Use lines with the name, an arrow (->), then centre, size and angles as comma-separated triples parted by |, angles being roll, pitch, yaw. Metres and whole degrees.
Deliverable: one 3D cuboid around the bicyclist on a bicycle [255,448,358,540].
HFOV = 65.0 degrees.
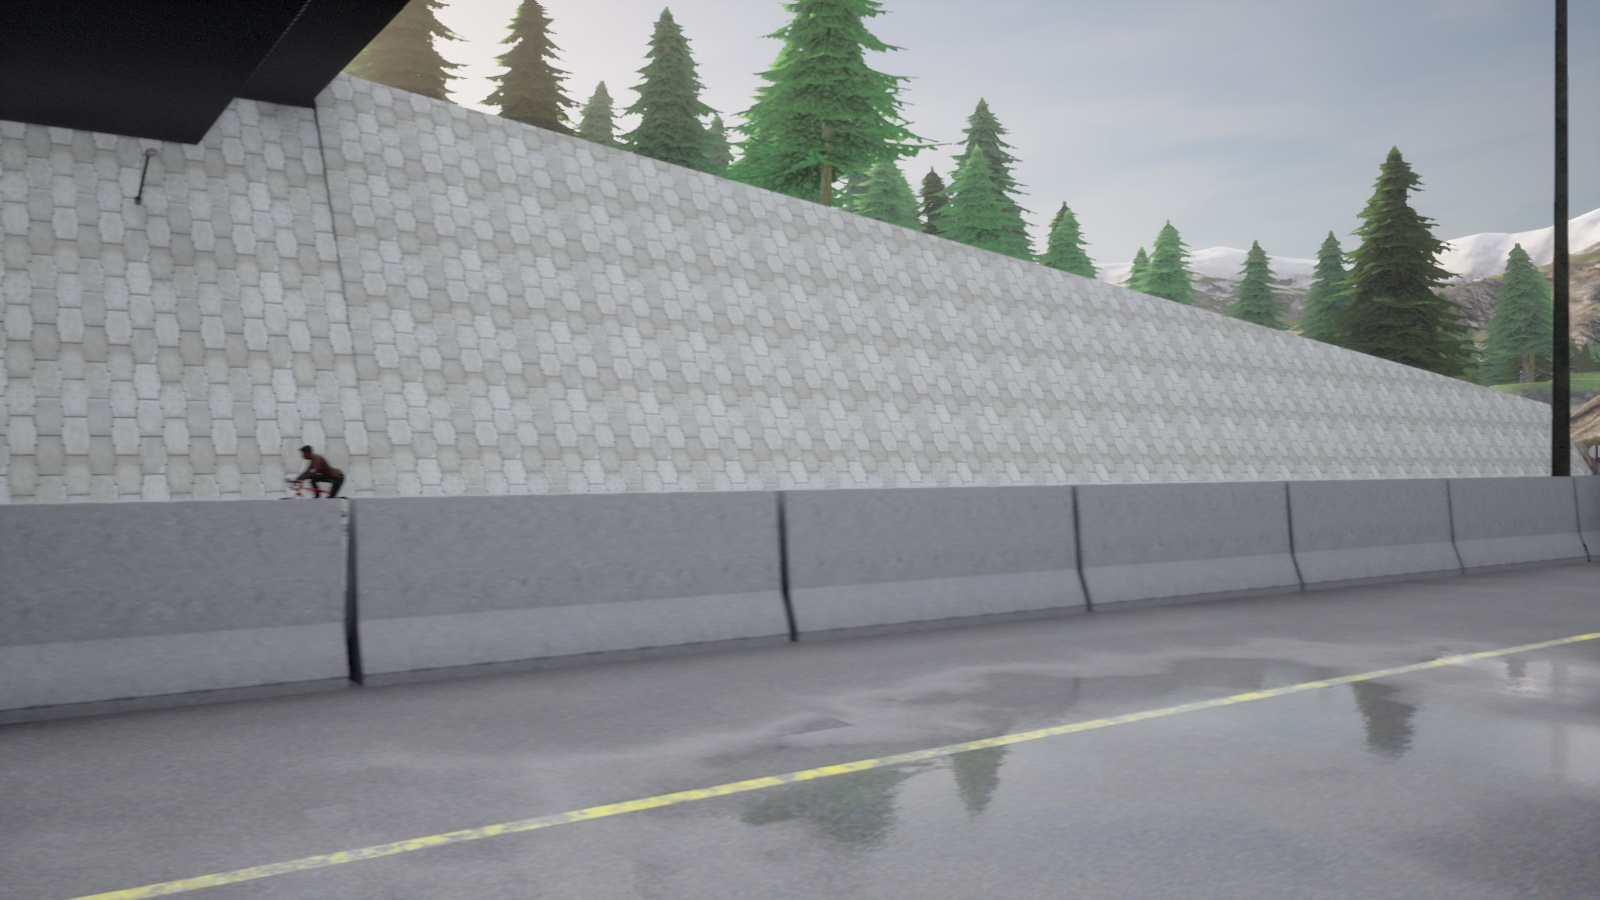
bicyclist on a bicycle -> -9.015, 0.773, 22.970 | 1.656, 1.620, 0.582 | 0, 0, -35
